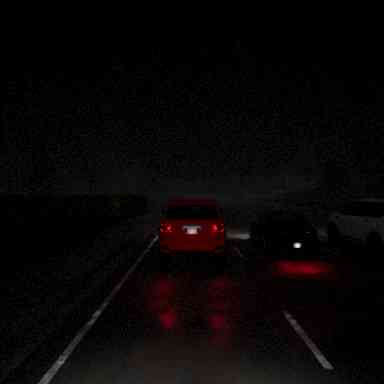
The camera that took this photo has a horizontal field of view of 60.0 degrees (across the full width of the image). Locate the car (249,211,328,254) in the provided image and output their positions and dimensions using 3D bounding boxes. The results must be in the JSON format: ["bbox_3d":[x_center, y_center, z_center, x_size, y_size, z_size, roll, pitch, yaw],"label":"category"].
[{"bbox_3d":[3.543,1.518,13.524,1.837,1.490,4.892,0,0,1],"label":"car"}]

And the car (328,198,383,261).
[{"bbox_3d":[7.031,1.234,12.410,2.150,2.045,5.566,0,0,1],"label":"car"}]

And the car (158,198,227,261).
[{"bbox_3d":[0.031,1.234,12.399,2.150,2.045,5.566,0,0,1],"label":"car"}]
